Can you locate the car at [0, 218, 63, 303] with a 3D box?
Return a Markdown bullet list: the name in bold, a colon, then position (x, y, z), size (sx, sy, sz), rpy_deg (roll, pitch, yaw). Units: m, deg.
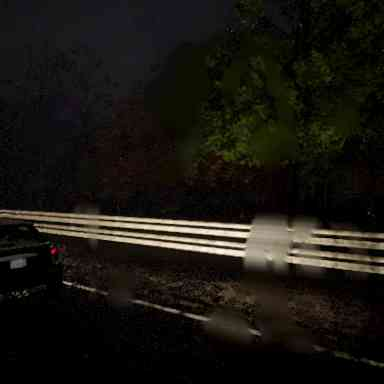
- **car**: position (-4.950, 1.344, 7.374), size (4.553, 1.767, 2.097), rpy_deg (0, 0, 35)
